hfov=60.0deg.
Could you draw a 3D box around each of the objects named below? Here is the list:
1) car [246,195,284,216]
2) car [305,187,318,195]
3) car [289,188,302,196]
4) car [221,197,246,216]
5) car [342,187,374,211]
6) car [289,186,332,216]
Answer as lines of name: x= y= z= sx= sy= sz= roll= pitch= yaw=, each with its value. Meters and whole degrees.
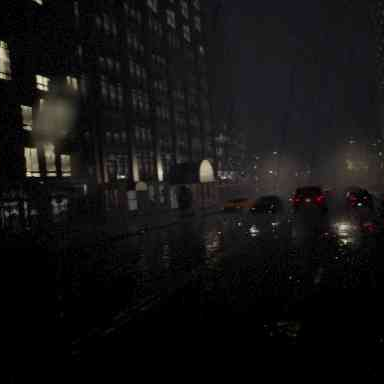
car: x=6.236 y=1.046 z=27.250 sx=1.882 sy=1.535 sz=5.008 roll=-5 pitch=0 yaw=24
car: x=23.434 y=-0.220 z=65.060 sx=1.994 sy=1.385 sz=4.181 roll=-5 pitch=0 yaw=24
car: x=21.005 y=-0.019 z=67.556 sx=1.812 sy=1.442 sz=4.674 roll=-5 pitch=0 yaw=24
car: x=4.185 y=1.216 z=30.576 sx=1.882 sy=1.535 sz=5.008 roll=-5 pitch=0 yaw=24
car: x=12.574 y=0.562 z=25.184 sx=1.837 sy=1.490 sz=4.892 roll=-5 pitch=-1 yaw=25
car: x=8.944 y=0.569 z=24.943 sx=2.150 sy=2.045 sz=5.566 roll=-5 pitch=0 yaw=24
